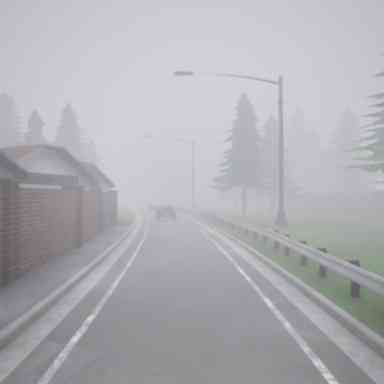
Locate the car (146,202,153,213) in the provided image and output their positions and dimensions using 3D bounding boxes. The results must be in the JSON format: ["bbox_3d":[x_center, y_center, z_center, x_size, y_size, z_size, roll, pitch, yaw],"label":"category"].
[{"bbox_3d":[-5.178,2.067,46.204,1.812,1.442,4.674,0,-1,-12],"label":"car"}]

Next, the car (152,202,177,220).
[{"bbox_3d":[-2.611,1.886,32.521,1.837,1.490,4.892,0,0,-9],"label":"car"}]
